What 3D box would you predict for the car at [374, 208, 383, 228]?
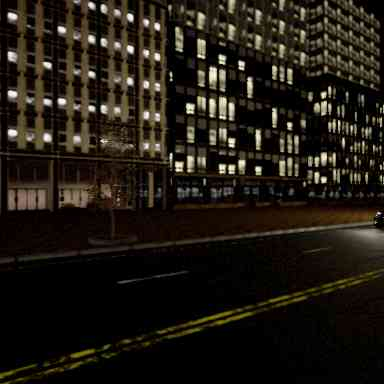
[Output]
[{"bbox_3d":[13.597,1.420,21.255,4.553,1.767,2.097,0,0,-36],"label":"car"}]
